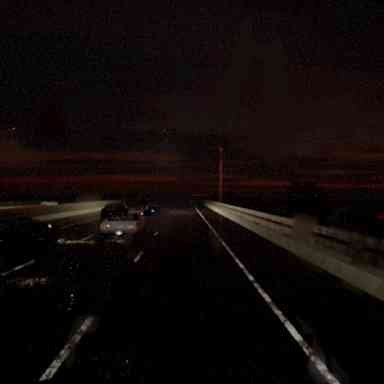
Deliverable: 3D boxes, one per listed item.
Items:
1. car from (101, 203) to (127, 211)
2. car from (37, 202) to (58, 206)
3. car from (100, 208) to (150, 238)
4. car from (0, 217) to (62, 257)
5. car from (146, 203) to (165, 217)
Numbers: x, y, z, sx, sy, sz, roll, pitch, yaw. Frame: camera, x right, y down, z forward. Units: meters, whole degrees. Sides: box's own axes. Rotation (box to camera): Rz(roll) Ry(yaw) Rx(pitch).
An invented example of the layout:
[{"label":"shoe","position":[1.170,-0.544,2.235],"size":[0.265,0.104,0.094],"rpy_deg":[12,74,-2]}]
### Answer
[{"label":"car","position":[-7.513,1.826,32.681],"size":[1.882,1.535,5.008],"rpy_deg":[0,-1,-1]},{"label":"car","position":[-18.324,1.975,42.244],"size":[2.128,1.511,4.902],"rpy_deg":[0,-1,-1]},{"label":"car","position":[-3.749,1.803,19.066],"size":[1.895,1.301,4.718],"rpy_deg":[0,-1,-1]},{"label":"car","position":[-7.144,1.710,13.547],"size":[2.033,1.411,5.357],"rpy_deg":[0,-1,-1]},{"label":"car","position":[-4.086,1.935,36.439],"size":[1.994,1.385,4.181],"rpy_deg":[0,-1,-1]}]
